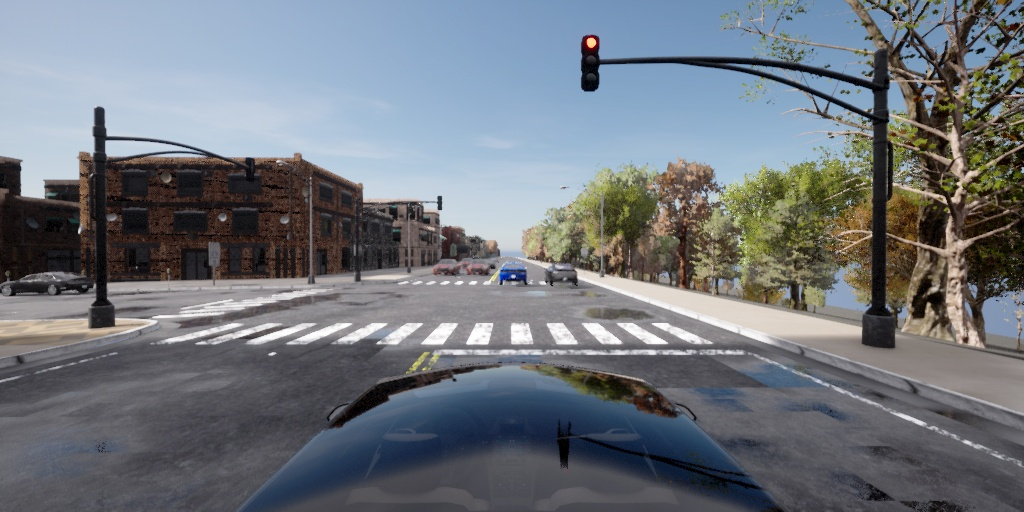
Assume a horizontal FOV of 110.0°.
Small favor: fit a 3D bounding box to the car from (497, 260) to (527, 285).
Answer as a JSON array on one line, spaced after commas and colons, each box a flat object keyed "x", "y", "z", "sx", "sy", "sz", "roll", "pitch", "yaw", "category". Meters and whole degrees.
[{"x": 0.088, "y": 1.221, "z": 26.460, "sx": 1.882, "sy": 1.535, "sz": 5.008, "roll": 0, "pitch": 0, "yaw": 0, "category": "car"}]

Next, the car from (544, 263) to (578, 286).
[{"x": 3.341, "y": 1.235, "z": 24.907, "sx": 2.128, "sy": 1.511, "sz": 4.902, "roll": 0, "pitch": 0, "yaw": 0, "category": "car"}]

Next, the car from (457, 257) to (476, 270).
[{"x": -6.674, "y": 1.092, "z": 53.055, "sx": 2.097, "sy": 1.767, "sz": 4.553, "roll": 0, "pitch": 0, "yaw": 0, "category": "car"}]

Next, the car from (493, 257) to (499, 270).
[{"x": -3.424, "y": 1.217, "z": 53.221, "sx": 1.882, "sy": 1.535, "sz": 5.008, "roll": 0, "pitch": 0, "yaw": 0, "category": "car"}]

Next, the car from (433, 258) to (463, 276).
[{"x": -6.635, "y": 1.094, "z": 36.615, "sx": 2.097, "sy": 1.767, "sz": 4.553, "roll": 0, "pitch": 0, "yaw": 0, "category": "car"}]

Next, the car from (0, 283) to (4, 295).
[{"x": -22.619, "y": 1.684, "z": 13.379, "sx": 4.313, "sy": 1.339, "sz": 1.948, "roll": 0, "pitch": 0, "yaw": -1, "category": "car"}]

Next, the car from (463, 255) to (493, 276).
[{"x": -3.386, "y": 1.094, "z": 36.626, "sx": 2.097, "sy": 1.767, "sz": 4.553, "roll": 0, "pitch": 0, "yaw": 0, "category": "car"}]

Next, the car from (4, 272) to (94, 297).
[{"x": -28.327, "y": 1.669, "z": 21.900, "sx": 4.403, "sy": 1.370, "sz": 2.007, "roll": 0, "pitch": 0, "yaw": -1, "category": "car"}]
